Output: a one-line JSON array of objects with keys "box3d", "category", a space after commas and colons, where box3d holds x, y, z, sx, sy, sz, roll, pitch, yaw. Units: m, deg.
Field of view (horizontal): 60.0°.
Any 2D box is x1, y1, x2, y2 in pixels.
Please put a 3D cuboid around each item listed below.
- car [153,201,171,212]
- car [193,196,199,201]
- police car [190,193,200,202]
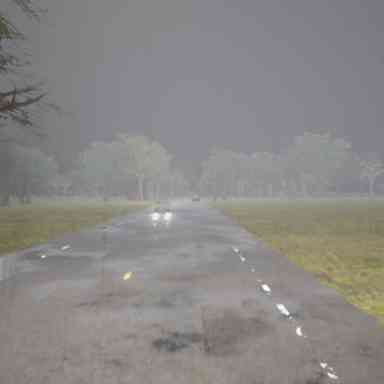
[{"box3d": [-3.585, 1.737, 40.546, 1.895, 1.301, 4.718, 0, 0, 0], "category": "car"}, {"box3d": [1.062, 1.806, 92.692, 1.837, 1.490, 4.892, 0, 0, 0], "category": "car"}, {"box3d": [1.061, 1.694, 82.799, 1.930, 1.638, 5.238, 0, 0, 0], "category": "police car"}]
